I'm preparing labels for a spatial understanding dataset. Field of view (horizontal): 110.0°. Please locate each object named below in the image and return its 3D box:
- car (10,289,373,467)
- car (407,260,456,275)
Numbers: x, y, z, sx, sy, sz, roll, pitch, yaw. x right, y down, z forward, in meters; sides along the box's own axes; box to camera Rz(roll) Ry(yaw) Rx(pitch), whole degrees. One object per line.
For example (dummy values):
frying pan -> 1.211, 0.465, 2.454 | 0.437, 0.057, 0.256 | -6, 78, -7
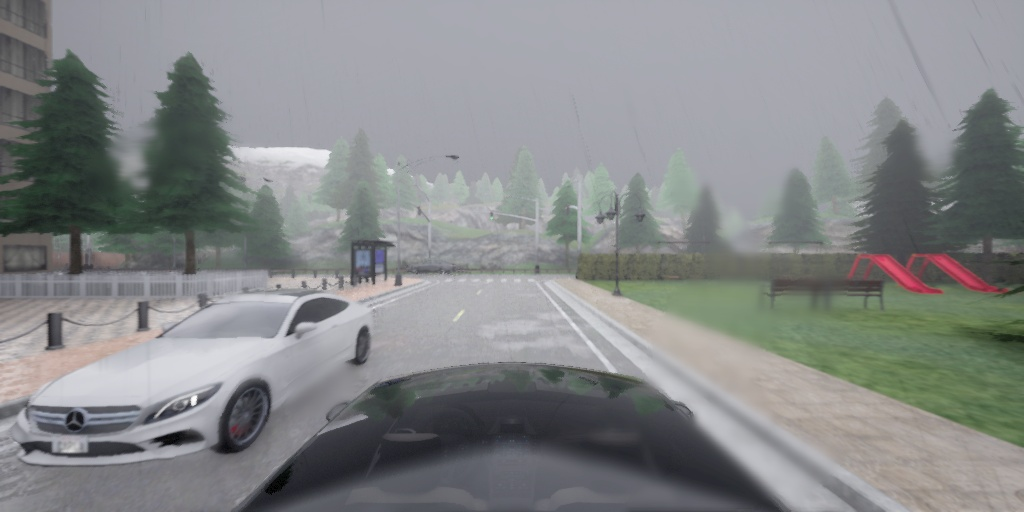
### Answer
car -> -3.590, 1.264, 5.248 | 1.812, 1.442, 4.674 | 0, 0, 0
car -> -8.081, 1.141, 36.065 | 4.902, 1.511, 2.128 | 0, 0, 6
